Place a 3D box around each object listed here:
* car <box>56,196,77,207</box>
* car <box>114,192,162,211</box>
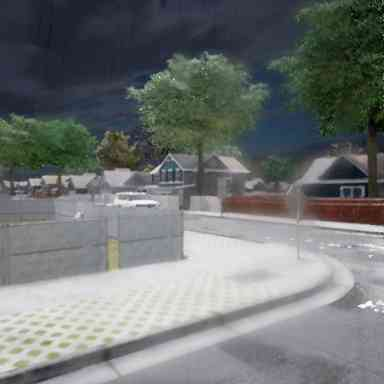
[{"bbox_3d":[-17.024,1.244,45.061,1.882,1.535,5.008,0,0,-35],"label":"car"},{"bbox_3d":[-4.569,1.033,27.172,2.150,2.045,5.566,0,0,-35],"label":"car"}]
